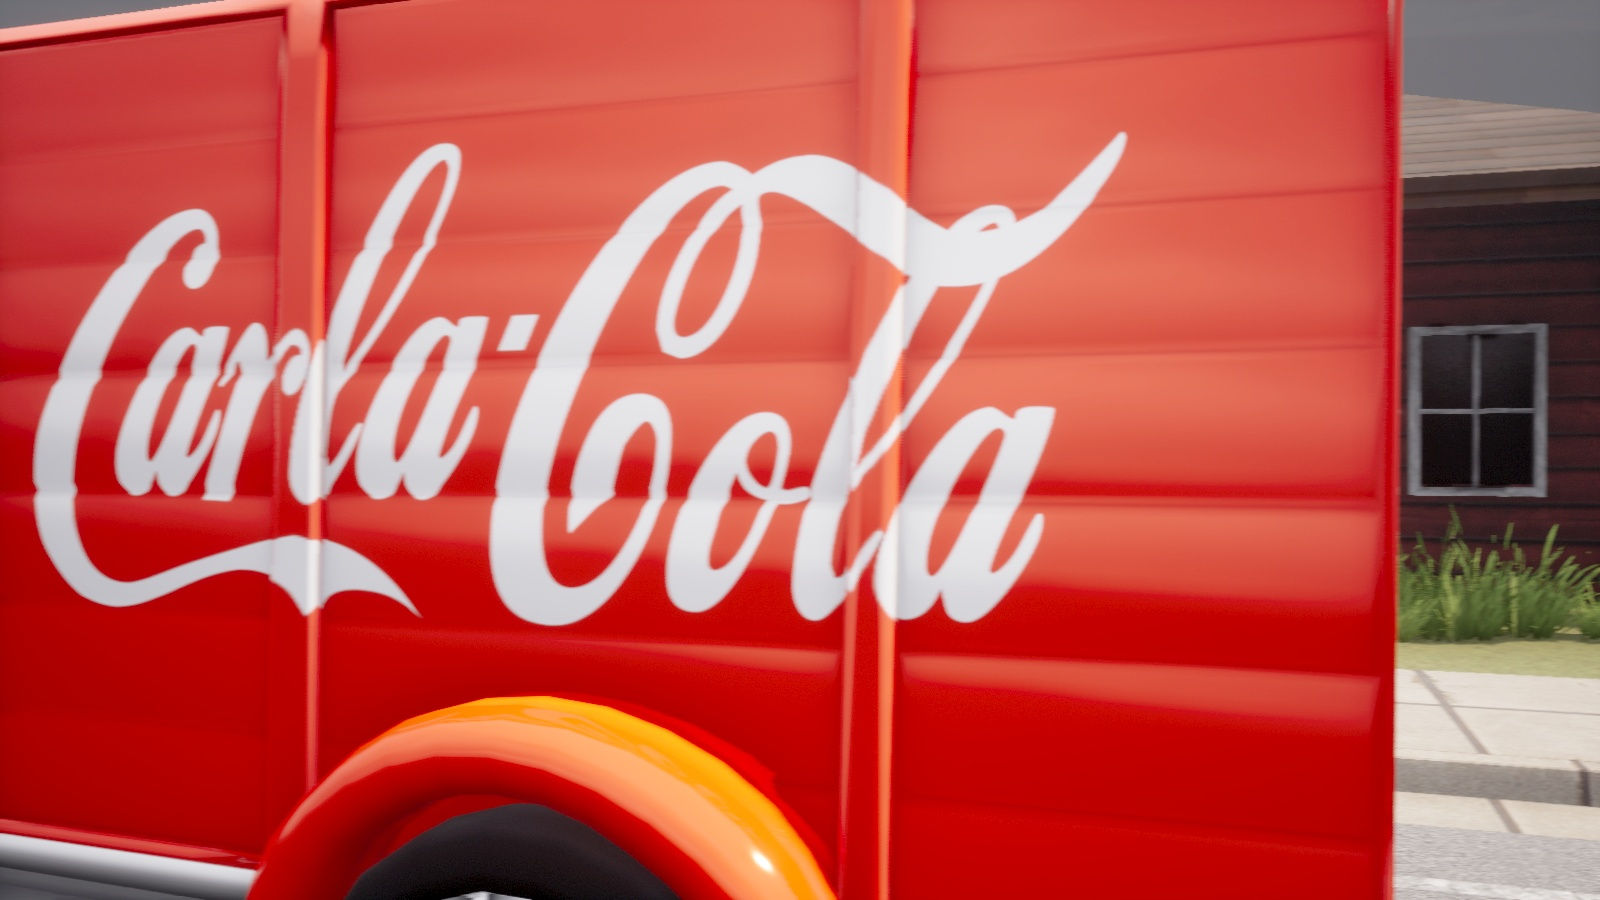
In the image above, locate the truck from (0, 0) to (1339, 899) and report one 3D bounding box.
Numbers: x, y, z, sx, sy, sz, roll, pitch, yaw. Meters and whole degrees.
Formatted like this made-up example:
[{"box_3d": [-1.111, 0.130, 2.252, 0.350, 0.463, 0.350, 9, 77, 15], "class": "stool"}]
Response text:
[{"box_3d": [-1.378, 0.275, 3.651, 5.204, 2.467, 2.627, 0, 1, 19], "class": "truck"}]
